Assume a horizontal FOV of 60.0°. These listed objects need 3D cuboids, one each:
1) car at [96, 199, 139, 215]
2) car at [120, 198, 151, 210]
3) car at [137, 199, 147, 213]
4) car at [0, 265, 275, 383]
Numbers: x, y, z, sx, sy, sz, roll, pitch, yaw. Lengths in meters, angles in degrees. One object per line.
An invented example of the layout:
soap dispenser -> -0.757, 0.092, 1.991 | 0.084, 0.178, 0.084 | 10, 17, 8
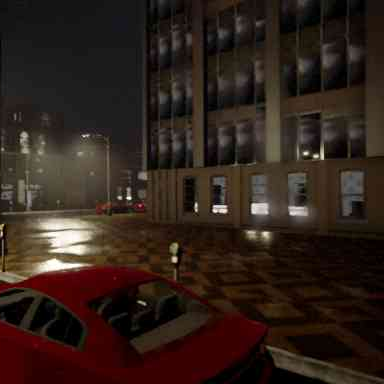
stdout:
car -> -7.907, 1.698, 34.250 | 1.802, 1.307, 4.206 | -1, -1, 36
car -> -8.118, 1.663, 48.156 | 1.967, 1.590, 4.097 | -1, -1, 36
car -> -4.654, 1.584, 38.728 | 1.967, 1.590, 4.097 | -1, -1, 36
car -> -1.341, 1.547, 3.835 | 4.507, 1.381, 1.887 | 0, 0, 35
